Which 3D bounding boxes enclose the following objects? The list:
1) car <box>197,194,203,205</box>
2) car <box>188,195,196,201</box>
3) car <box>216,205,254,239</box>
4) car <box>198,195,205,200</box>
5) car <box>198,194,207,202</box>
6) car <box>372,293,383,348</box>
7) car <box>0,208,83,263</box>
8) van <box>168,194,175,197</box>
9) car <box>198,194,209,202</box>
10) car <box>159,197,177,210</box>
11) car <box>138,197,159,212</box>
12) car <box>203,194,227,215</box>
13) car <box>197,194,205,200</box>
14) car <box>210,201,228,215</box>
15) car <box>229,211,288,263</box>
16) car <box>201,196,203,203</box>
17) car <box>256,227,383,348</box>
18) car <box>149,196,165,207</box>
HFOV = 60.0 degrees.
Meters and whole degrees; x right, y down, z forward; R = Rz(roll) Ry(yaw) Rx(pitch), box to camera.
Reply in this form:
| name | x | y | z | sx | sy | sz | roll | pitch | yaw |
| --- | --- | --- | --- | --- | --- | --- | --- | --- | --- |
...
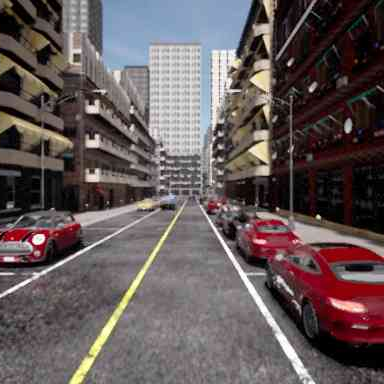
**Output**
| name | x | y | z | sx | sy | sz | roll | pitch | yaw |
| --- | --- | --- | --- | --- | --- | --- | --- | --- | --- |
| car | 2.215 | 1.477 | 60.342 | 1.837 | 1.490 | 4.892 | 0 | 0 | 0 |
| car | -0.019 | 1.425 | 79.855 | 1.812 | 1.442 | 4.674 | 0 | 0 | 0 |
| car | 2.552 | 1.560 | 17.256 | 1.947 | 1.339 | 4.313 | -1 | 0 | 0 |
| car | 2.535 | 1.481 | 89.563 | 1.752 | 1.417 | 4.829 | -1 | 0 | 0 |
| car | 2.536 | 1.402 | 78.295 | 1.967 | 1.590 | 4.097 | -1 | 0 | 0 |
| car | 2.556 | 1.551 | 0.609 | 2.008 | 1.369 | 4.403 | -1 | 0 | 0 |
| car | -5.328 | 1.436 | 11.684 | 1.967 | 1.590 | 4.097 | -1 | 0 | 0 |
| van | -5.348 | 1.296 | 89.372 | 1.690 | 1.788 | 3.998 | -1 | 0 | 0 |
| car | 2.536 | 1.281 | 72.746 | 2.192 | 1.841 | 5.009 | -1 | 0 | 0 |
| car | -2.851 | 1.584 | 41.323 | 1.895 | 1.301 | 4.718 | 0 | 0 | 0 |
| car | -5.334 | 1.509 | 39.260 | 1.752 | 1.417 | 4.829 | -1 | 0 | 0 |
| car | 2.545 | 1.301 | 33.903 | 2.192 | 1.841 | 5.009 | -1 | 0 | 0 |
| car | 2.532 | 1.392 | 94.942 | 1.967 | 1.590 | 4.097 | -1 | 0 | 0 |
| car | 2.551 | 1.542 | 22.805 | 2.008 | 1.369 | 4.403 | -1 | 0 | 0 |
| car | 2.554 | 1.578 | 11.708 | 1.802 | 1.307 | 4.206 | -1 | 0 | 0 |
| car | 2.545 | 1.507 | 45.171 | 1.752 | 1.417 | 4.829 | -1 | 0 | 0 |
| car | 2.555 | 1.580 | 6.158 | 1.802 | 1.307 | 4.206 | -1 | 0 | 0 |
| car | -5.337 | 1.419 | 50.528 | 1.967 | 1.590 | 4.097 | -1 | 0 | 0 |
